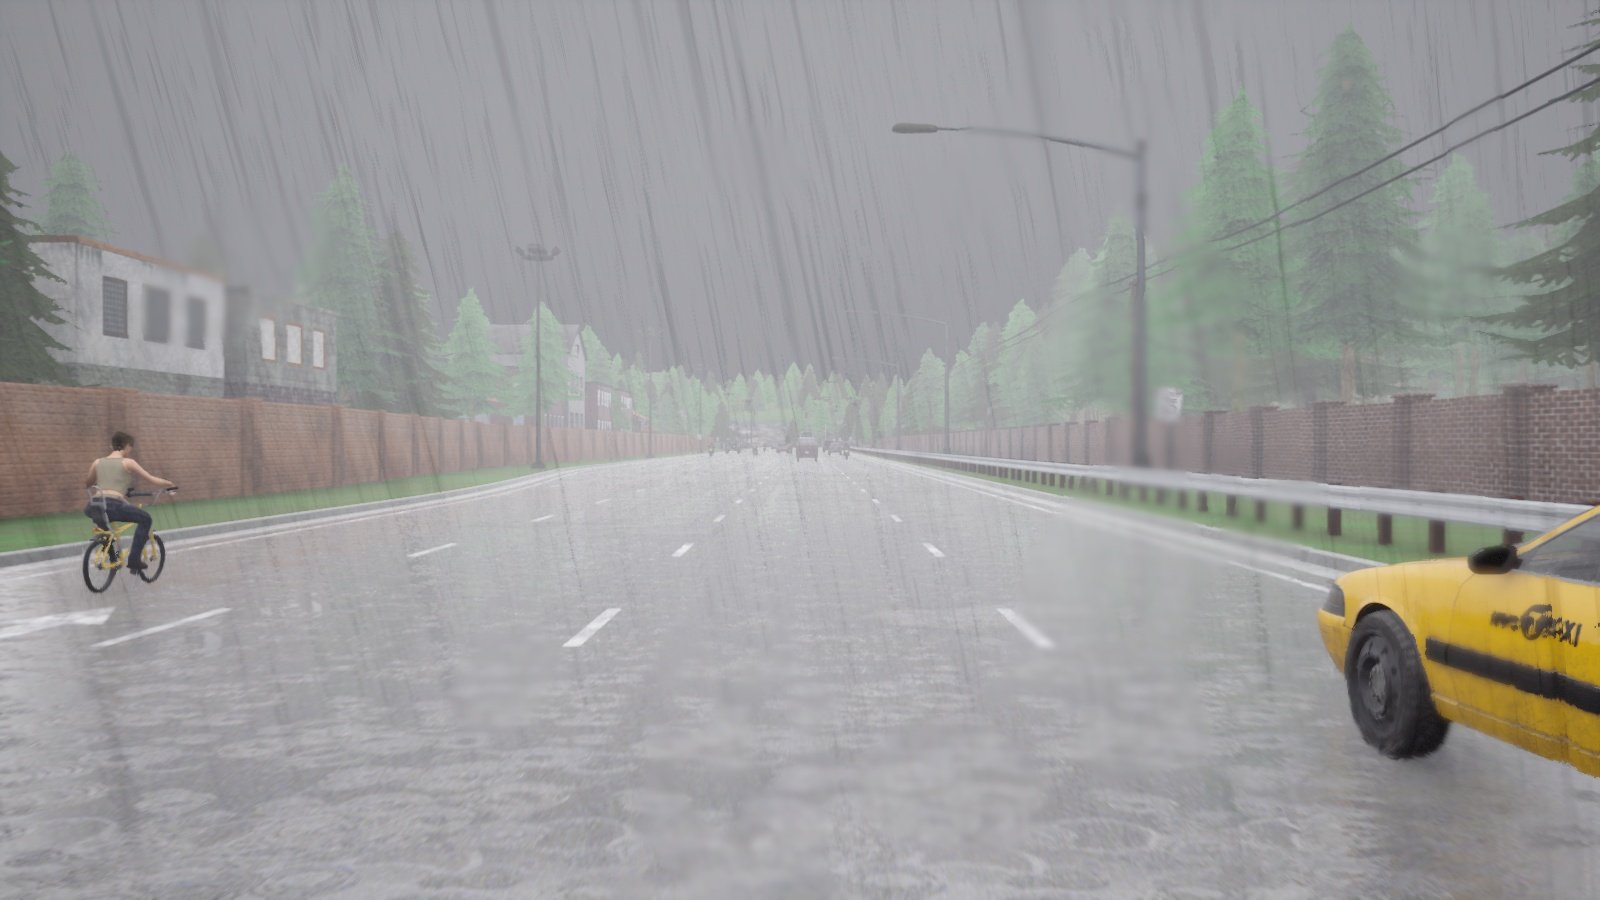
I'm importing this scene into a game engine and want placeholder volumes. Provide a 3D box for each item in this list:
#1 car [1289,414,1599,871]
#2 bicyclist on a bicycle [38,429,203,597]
[{"bbox_3d":[3.665,0.665,4.179,1.801,1.575,5.366,0,0,-2],"label":"car"},{"bbox_3d":[-6.917,0.606,12.869,0.866,1.612,1.509,0,0,1],"label":"bicyclist on a bicycle"}]
